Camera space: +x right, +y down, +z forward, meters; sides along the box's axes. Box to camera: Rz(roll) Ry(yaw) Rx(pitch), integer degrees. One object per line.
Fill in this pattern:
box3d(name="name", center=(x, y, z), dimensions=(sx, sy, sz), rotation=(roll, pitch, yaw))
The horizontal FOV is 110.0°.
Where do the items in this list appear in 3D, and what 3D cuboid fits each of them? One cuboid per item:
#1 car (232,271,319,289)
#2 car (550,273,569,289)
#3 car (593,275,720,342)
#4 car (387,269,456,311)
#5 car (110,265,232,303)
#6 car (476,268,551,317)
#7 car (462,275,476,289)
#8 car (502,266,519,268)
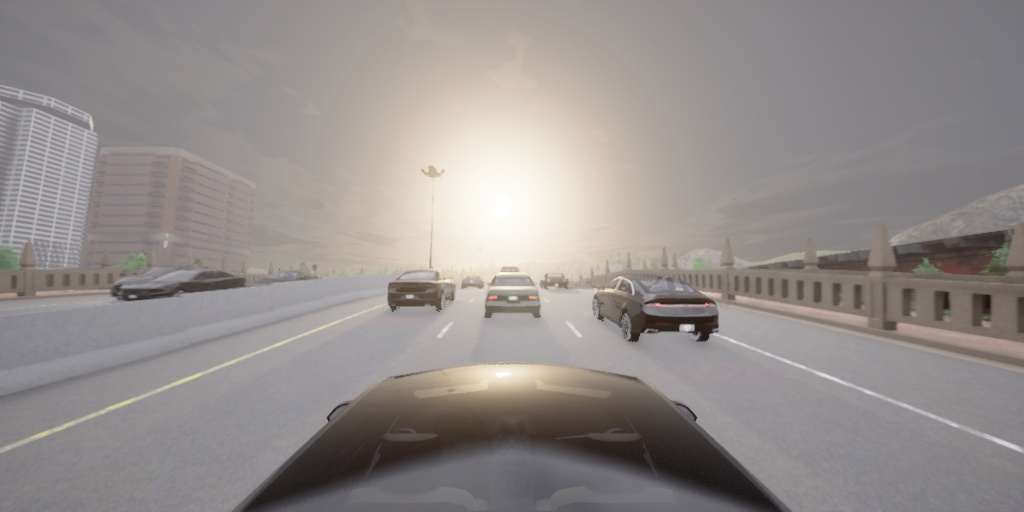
box3d(name="car", center=(-10.723, 1.413, 17.244), dimensions=(1.994, 1.385, 4.181), rotation=(0, -2, 0))
box3d(name="car", center=(3.358, 2.062, 29.362), dimensions=(1.895, 1.301, 4.718), rotation=(0, -4, -1))
box3d(name="car", center=(3.541, 1.246, 9.721), dimensions=(2.128, 1.511, 4.902), rotation=(0, 0, -1))
box3d(name="car", center=(-3.506, 1.270, 14.693), dimensions=(1.882, 1.535, 5.008), rotation=(0, -1, -1))
box3d(name="car", center=(-14.213, 1.299, 15.913), dimensions=(1.882, 1.535, 5.008), rotation=(0, -1, 0))
box3d(name="car", center=(0.009, 1.319, 13.130), dimensions=(2.033, 1.411, 5.357), rotation=(0, -1, -1))
box3d(name="car", center=(-3.692, 2.498, 34.637), dimensions=(1.994, 1.385, 4.181), rotation=(0, -6, -1))
box3d(name="car", center=(-0.187, 2.095, 34.092), dimensions=(2.150, 2.045, 5.566), rotation=(0, -6, -1))
